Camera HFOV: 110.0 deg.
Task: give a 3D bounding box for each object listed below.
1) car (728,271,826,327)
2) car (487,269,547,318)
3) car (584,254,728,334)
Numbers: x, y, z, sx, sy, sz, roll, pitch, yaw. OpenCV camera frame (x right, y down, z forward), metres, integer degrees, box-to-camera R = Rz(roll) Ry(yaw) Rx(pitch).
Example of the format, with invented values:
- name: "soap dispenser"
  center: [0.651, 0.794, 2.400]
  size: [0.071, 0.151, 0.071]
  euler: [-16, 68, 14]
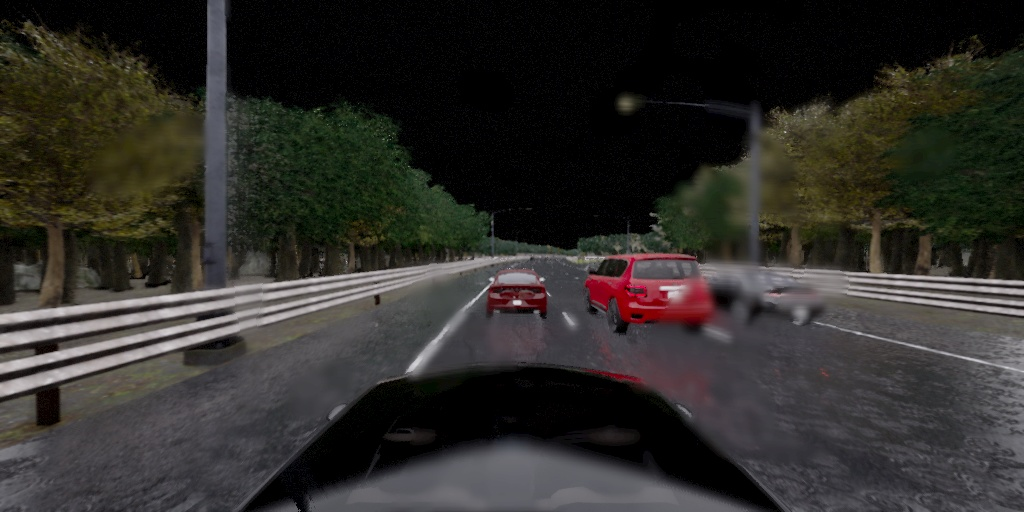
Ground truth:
- name: "car"
  center: [7.461, 1.233, 11.556]
  size: [2.128, 1.511, 4.902]
  euler: [0, 0, 3]
- name: "car"
  center: [0.180, 1.209, 12.987]
  size: [1.882, 1.535, 5.008]
  euler: [0, 0, 1]
- name: "car"
  center: [3.653, 0.961, 10.682]
  size: [2.150, 2.045, 5.566]
  euler: [0, 0, 1]
